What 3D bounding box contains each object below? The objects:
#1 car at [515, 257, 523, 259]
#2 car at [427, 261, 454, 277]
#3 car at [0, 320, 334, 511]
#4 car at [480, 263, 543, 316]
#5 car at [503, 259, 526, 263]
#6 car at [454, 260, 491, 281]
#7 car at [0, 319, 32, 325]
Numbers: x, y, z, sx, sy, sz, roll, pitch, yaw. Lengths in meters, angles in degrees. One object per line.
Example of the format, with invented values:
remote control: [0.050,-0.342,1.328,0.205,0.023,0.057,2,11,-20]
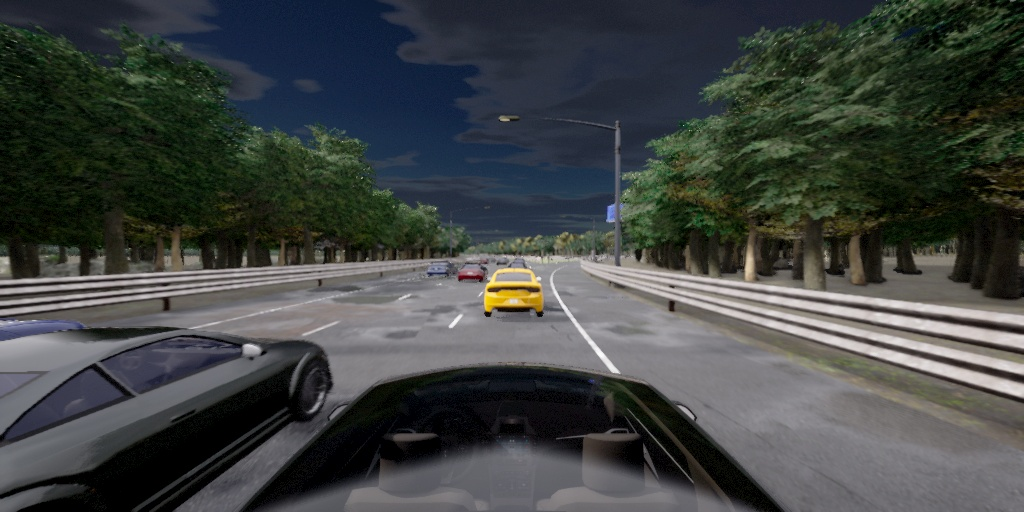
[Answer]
car: [0.937,1.148,48.875,2.033,1.411,5.357,0,0,2]
car: [-6.468,1.203,33.608,2.033,1.411,5.357,0,0,2]
car: [-3.407,1.309,3.143,1.994,1.385,4.181,0,0,0]
car: [0.081,1.208,13.266,1.882,1.535,5.008,0,0,1]
car: [0.471,1.237,31.968,1.994,1.385,4.181,0,0,2]
car: [-3.041,1.244,28.531,1.994,1.385,4.181,0,0,2]
car: [-6.902,1.094,3.356,2.097,1.767,4.553,0,0,0]
